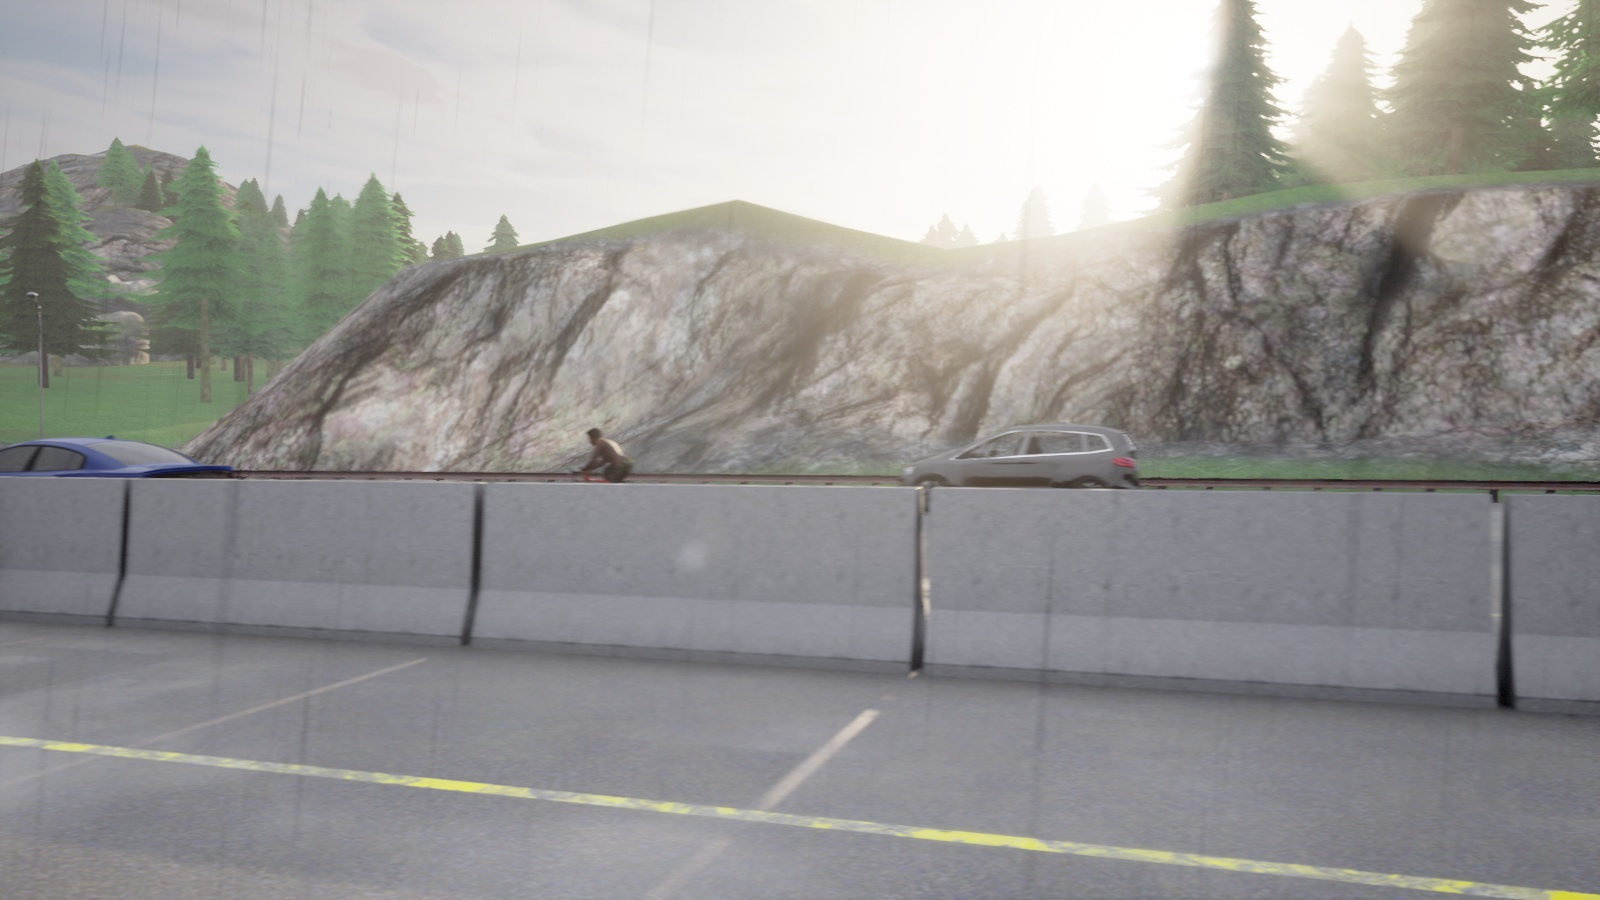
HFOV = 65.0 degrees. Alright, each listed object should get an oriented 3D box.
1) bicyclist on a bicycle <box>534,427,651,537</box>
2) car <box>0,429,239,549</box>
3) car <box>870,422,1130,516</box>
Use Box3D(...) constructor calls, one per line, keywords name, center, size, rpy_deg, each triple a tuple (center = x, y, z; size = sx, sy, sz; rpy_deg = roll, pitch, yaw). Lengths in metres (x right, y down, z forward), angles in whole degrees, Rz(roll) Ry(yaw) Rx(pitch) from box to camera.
Box3D(name="bicyclist on a bicycle", center=(-3.144, 0.463, 19.020), size=(1.656, 1.620, 0.582), rpy_deg=(0, 1, 19))
Box3D(name="car", center=(-10.696, 0.478, 17.869), size=(5.008, 1.535, 1.882), rpy_deg=(1, 1, 19))
Box3D(name="car", center=(3.865, 0.300, 24.045), size=(4.611, 1.667, 2.242), rpy_deg=(1, 1, 19))
